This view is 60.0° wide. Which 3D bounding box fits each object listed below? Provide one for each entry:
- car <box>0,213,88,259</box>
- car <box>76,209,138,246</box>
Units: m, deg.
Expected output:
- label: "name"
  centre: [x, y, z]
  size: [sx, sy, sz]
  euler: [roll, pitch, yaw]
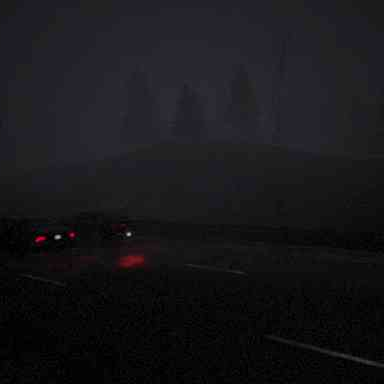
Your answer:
- label: "car"
  centre: [-6.733, 1.639, 12.942]
  size: [5.357, 1.411, 2.033]
  euler: [-1, 0, 34]
- label: "car"
  centre: [-4.743, 1.591, 15.793]
  size: [4.892, 1.490, 1.837]
  euler: [0, 0, 34]
